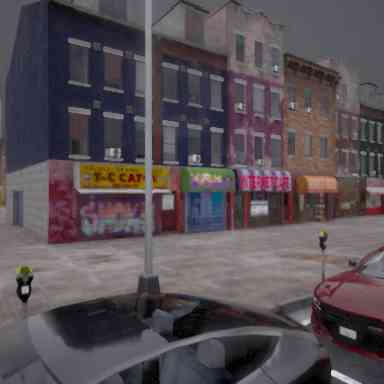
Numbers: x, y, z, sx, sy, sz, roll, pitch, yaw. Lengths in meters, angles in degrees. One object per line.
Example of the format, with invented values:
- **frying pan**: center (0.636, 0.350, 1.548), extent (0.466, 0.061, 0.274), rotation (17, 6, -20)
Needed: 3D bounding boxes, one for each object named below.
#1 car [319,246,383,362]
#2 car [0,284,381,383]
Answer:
- **car**: center (3.809, 1.543, 5.529), extent (4.507, 1.381, 1.887), rotation (0, 0, -35)
- **car**: center (-0.811, 1.564, 2.233), extent (4.313, 1.339, 1.947), rotation (0, 0, -35)
